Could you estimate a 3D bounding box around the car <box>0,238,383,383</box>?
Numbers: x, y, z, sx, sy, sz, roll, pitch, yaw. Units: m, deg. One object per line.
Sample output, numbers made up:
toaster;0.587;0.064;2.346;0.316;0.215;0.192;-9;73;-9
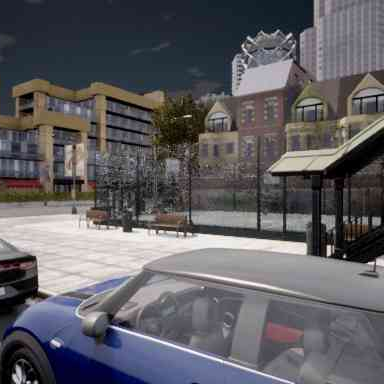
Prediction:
car;0.148;1.354;3.198;4.553;1.767;2.185;0;0;35
